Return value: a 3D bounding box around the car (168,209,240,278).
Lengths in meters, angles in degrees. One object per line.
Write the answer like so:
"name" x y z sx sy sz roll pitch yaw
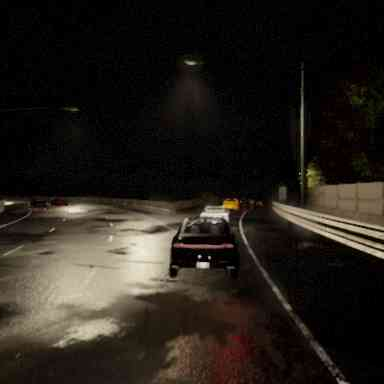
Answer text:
"car" 0.403 1.508 10.247 2.128 1.511 4.902 0 0 3

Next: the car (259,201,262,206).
"car" 16.055 2.911 81.423 1.882 1.535 5.008 0 -4 17

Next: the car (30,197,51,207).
"car" -23.793 1.551 51.442 2.128 1.511 4.902 0 0 -32

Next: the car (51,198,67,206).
"car" -22.234 1.631 55.421 1.994 1.385 4.181 0 0 -34

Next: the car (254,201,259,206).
"car" 11.173 2.045 63.713 1.895 1.301 4.718 0 -2 15

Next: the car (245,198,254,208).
"car" 8.008 1.628 52.248 2.128 1.511 4.902 0 -1 15

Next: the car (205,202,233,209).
"car" 1.738 1.639 23.596 1.895 1.301 4.718 0 0 8

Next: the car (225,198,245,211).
"car" 4.946 1.545 40.403 1.882 1.535 5.008 0 0 13
